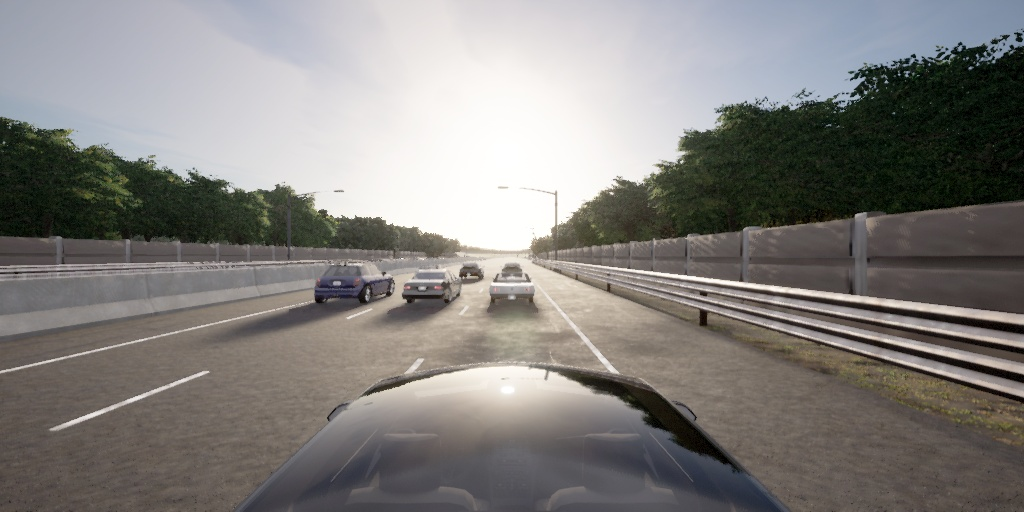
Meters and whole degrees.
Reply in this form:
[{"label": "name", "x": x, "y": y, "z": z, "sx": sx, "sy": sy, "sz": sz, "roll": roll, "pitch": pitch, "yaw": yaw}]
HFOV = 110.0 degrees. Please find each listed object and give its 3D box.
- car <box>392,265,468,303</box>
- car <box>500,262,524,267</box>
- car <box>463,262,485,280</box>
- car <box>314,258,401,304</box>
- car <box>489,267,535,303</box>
[{"label": "car", "x": -3.500, "y": 1.307, "z": 16.503, "sx": 2.033, "sy": 1.411, "sz": 5.357, "roll": 0, "pitch": 0, "yaw": 0}, {"label": "car", "x": 0.000, "y": 1.253, "z": 31.504, "sx": 1.837, "sy": 1.490, "sz": 4.892, "roll": 0, "pitch": 0, "yaw": 0}, {"label": "car", "x": -3.500, "y": 1.253, "z": 31.504, "sx": 1.837, "sy": 1.490, "sz": 4.892, "roll": 0, "pitch": 0, "yaw": 0}, {"label": "car", "x": -7.000, "y": 1.110, "z": 16.473, "sx": 2.097, "sy": 1.767, "sz": 4.553, "roll": 0, "pitch": 0, "yaw": 0}, {"label": "car", "x": 0.000, "y": 1.360, "z": 16.533, "sx": 1.895, "sy": 1.301, "sz": 4.718, "roll": 0, "pitch": 0, "yaw": 0}]
